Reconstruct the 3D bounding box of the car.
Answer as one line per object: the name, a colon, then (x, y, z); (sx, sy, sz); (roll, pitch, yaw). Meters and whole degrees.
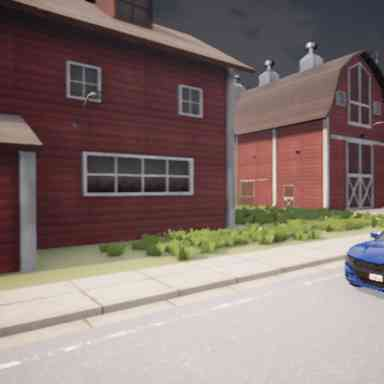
car: (5.675, 1.412, 8.006); (5.008, 1.535, 1.882); (0, 0, -35)
